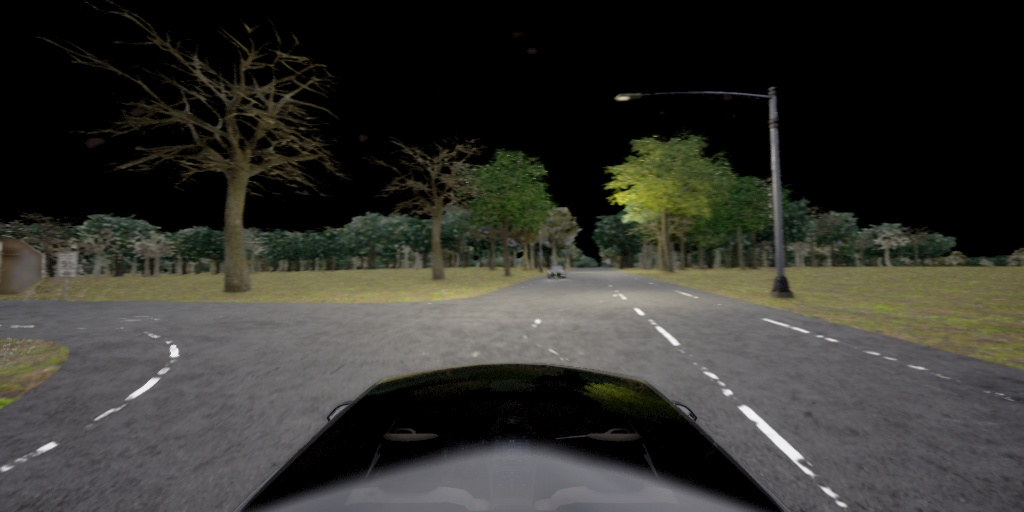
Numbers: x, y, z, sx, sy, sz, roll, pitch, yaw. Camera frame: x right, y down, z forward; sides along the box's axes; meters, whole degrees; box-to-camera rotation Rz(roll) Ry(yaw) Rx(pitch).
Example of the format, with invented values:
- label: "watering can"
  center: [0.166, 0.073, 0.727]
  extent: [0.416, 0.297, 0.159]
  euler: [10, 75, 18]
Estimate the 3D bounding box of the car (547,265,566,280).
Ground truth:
- label: "car"
  center: [5.485, 1.901, 43.742]
  extent: [2.097, 1.767, 4.553]
  euler: [-2, -1, 11]
